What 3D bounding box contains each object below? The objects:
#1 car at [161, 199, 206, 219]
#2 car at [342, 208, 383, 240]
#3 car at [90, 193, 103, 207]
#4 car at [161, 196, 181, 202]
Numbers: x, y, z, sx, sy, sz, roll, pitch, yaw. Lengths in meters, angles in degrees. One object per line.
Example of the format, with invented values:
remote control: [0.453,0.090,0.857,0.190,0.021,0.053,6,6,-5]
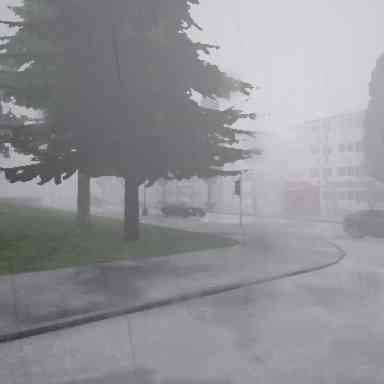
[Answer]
car: [-0.784,1.601,29.272,1.895,1.301,4.718,0,0,-36]
car: [9.077,1.506,14.749,1.837,1.490,4.892,1,-1,-24]
car: [-15.171,1.225,49.604,2.150,2.045,5.566,0,0,-35]
car: [-5.226,1.673,83.155,4.974,1.542,2.038,0,0,-6]
